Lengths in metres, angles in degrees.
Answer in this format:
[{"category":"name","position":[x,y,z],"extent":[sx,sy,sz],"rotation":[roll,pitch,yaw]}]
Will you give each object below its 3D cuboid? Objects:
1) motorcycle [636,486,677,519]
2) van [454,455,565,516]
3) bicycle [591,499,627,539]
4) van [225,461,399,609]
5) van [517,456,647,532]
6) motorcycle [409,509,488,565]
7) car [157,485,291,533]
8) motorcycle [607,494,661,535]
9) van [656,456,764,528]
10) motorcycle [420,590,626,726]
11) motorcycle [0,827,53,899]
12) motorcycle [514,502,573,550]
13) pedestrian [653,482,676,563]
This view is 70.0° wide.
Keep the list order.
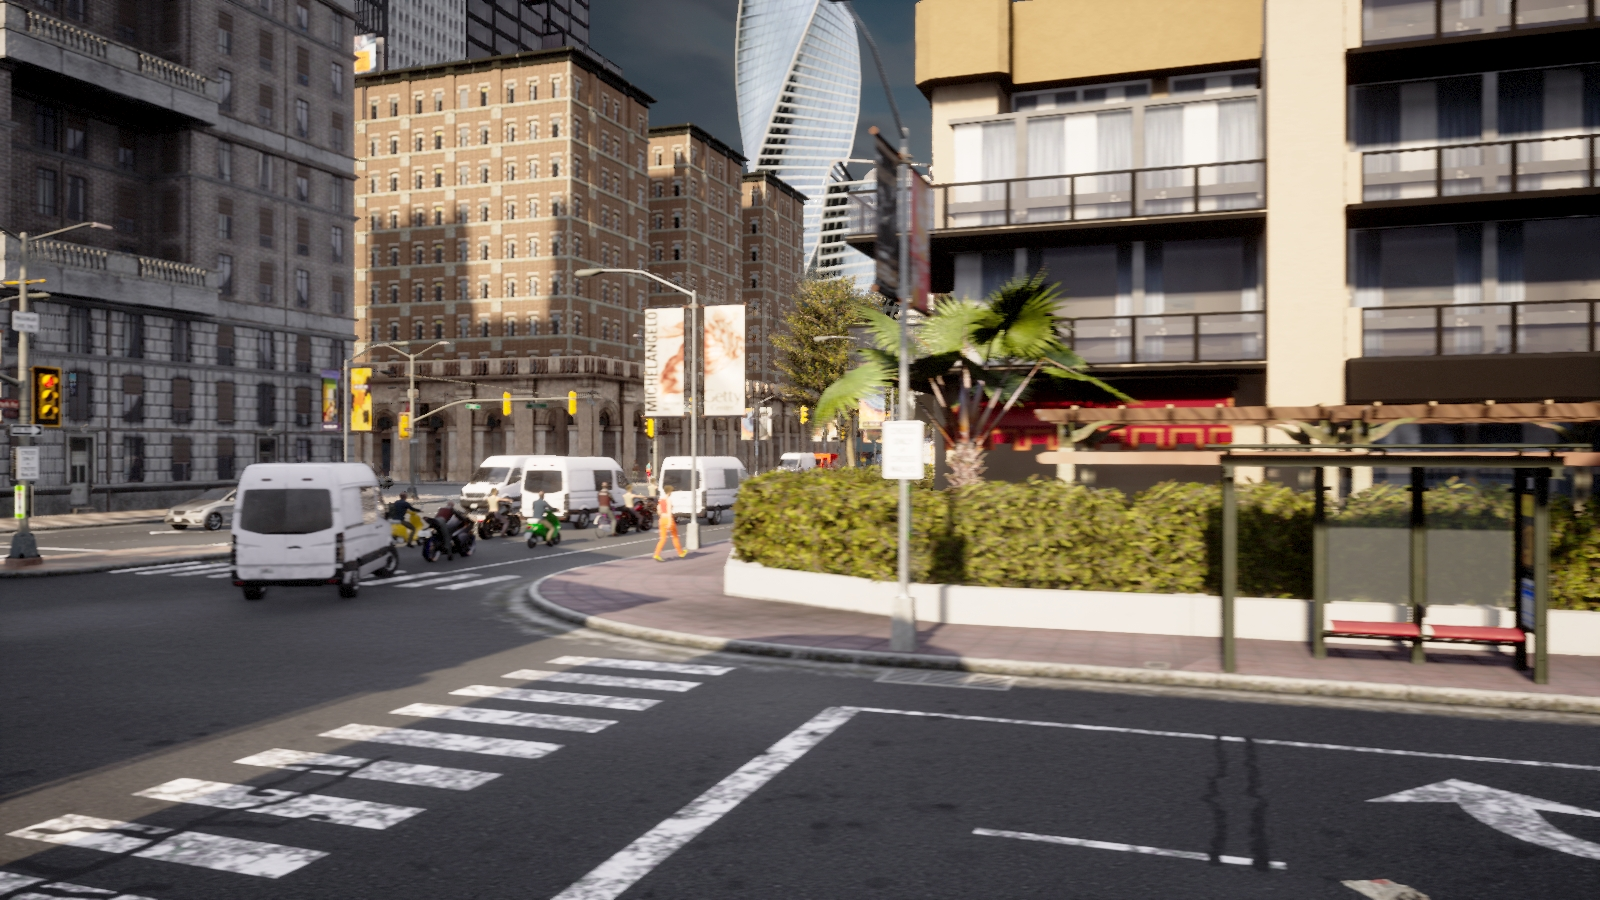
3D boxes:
[{"category":"motorcycle","position":[-5.993,2.170,47.788],"extent":[0.764,1.277,2.356],"rotation":[0,0,19]},{"category":"van","position":[-13.125,1.534,52.065],"extent":[1.988,2.561,5.915],"rotation":[0,0,19]},{"category":"bicycle","position":[-6.122,2.210,36.690],"extent":[0.329,1.171,1.835],"rotation":[0,0,19]},{"category":"van","position":[-9.713,1.534,23.308],"extent":[1.988,2.561,5.915],"rotation":[0,0,-10]},{"category":"van","position":[-7.929,1.534,42.256],"extent":[1.988,2.561,5.915],"rotation":[0,0,20]},{"category":"motorcycle","position":[-9.017,2.205,29.409],"extent":[0.867,1.251,2.209],"rotation":[0,0,17]},{"category":"car","position":[-20.570,2.065,41.005],"extent":[1.816,1.474,4.193],"rotation":[0,0,20]},{"category":"motorcycle","position":[-5.621,2.170,38.794],"extent":[0.764,1.277,2.356],"rotation":[0,0,21]},{"category":"van","position":[-3.391,1.534,44.542],"extent":[1.988,2.561,5.915],"rotation":[0,0,19]},{"category":"motorcycle","position":[-2.999,2.213,12.482],"extent":[2.033,1.145,0.803],"rotation":[0,0,-39]},{"category":"motorcycle","position":[-4.272,2.213,4.833],"extent":[2.033,1.145,0.803],"rotation":[0,0,20]},{"category":"motorcycle","position":[-7.415,2.182,33.087],"extent":[0.856,1.236,1.805],"rotation":[0,0,19]},{"category":"pedestrian","position":[-3.196,1.697,26.930],"extent":[0.375,1.860,0.375],"rotation":[0,0,39]}]
